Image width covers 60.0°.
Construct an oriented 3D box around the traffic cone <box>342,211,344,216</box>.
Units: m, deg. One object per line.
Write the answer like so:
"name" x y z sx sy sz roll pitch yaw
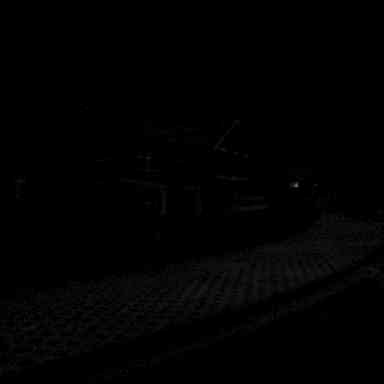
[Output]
"traffic cone" 15.678 2.222 34.488 0.340 0.580 0.340 0 0 9
